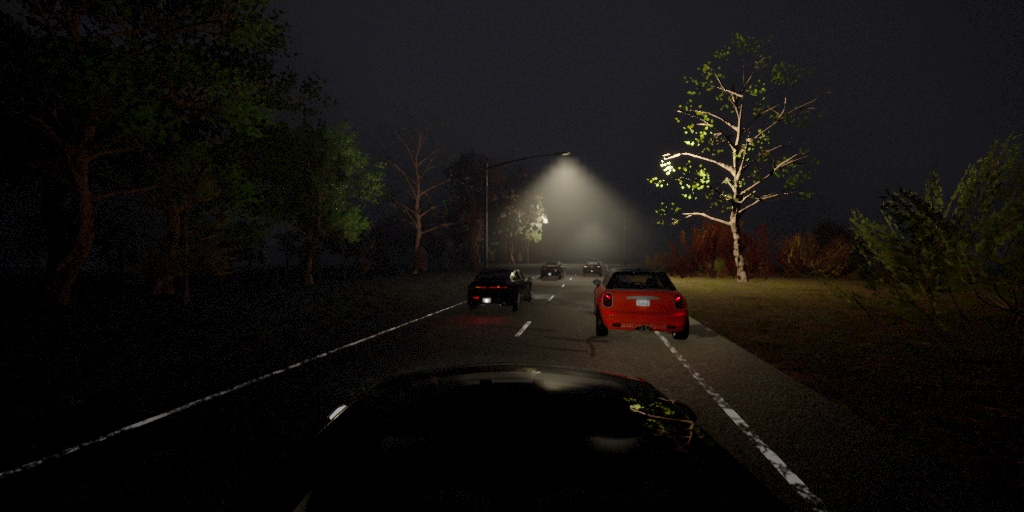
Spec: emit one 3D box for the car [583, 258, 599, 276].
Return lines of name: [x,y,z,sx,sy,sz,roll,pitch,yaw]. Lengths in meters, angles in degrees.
car: [8.249,1.243,36.568,2.128,1.511,4.902,0,0,14]

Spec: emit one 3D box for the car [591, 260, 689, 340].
car: [3.457,1.102,10.325,2.097,1.767,4.553,0,0,12]

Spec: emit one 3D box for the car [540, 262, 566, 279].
car: [3.757,1.256,32.635,1.837,1.490,4.892,0,0,13]

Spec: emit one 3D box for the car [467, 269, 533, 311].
car: [-0.340,1.255,14.588,1.837,1.490,4.892,0,0,12]
